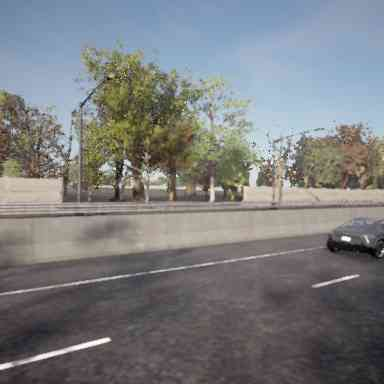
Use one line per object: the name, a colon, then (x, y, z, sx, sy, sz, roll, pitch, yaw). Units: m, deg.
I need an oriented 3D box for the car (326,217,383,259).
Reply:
car: (7.306, 1.709, 13.364, 4.181, 1.385, 1.994, 1, 0, -35)
